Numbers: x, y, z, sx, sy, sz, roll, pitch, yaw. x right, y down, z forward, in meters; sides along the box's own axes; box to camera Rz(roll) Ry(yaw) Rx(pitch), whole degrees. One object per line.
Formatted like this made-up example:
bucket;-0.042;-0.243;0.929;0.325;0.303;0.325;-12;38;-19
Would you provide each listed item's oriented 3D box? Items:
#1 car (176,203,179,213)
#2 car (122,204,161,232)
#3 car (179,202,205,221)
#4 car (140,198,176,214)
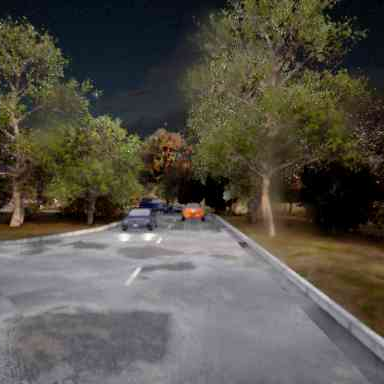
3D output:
car;-2.695;2.281;46.524;1.994;1.385;4.181;1;-2;-30
car;-3.335;1.763;21.987;1.812;1.442;4.674;0;-1;0
car;0.114;1.767;31.873;2.097;1.767;4.553;0;-1;0
car;-4.969;1.868;44.406;2.150;2.045;5.566;3;-3;-36
